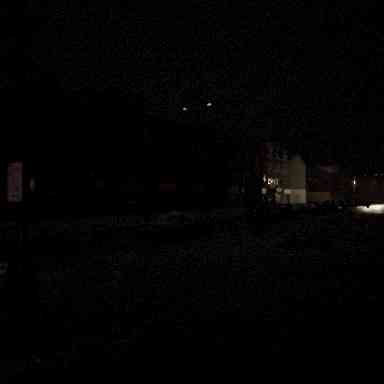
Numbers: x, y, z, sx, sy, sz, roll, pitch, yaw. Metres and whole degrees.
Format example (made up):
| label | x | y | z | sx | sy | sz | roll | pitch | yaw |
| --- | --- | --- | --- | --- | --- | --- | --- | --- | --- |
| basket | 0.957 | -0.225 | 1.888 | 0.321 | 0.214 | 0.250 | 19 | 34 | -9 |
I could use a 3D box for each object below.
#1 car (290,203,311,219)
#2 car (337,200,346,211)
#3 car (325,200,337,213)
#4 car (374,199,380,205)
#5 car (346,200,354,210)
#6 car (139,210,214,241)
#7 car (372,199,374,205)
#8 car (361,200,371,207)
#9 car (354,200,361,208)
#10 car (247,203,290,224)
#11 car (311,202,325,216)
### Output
| label | x | y | z | sx | sy | sz | roll | pitch | yaw |
| --- | --- | --- | --- | --- | --- | --- | --- | --- | --- |
| car | 9.045 | 1.733 | 30.673 | 2.008 | 1.369 | 4.403 | -1 | -1 | 35 |
| car | 18.798 | 1.774 | 44.447 | 1.967 | 1.590 | 4.097 | -1 | -1 | 35 |
| car | 15.547 | 1.824 | 39.855 | 1.887 | 1.381 | 4.507 | -1 | -1 | 35 |
| car | 44.807 | 2.451 | 81.171 | 2.008 | 1.369 | 4.403 | -2 | -2 | 35 |
| car | 22.050 | 1.942 | 49.037 | 2.008 | 1.369 | 4.403 | -1 | -1 | 35 |
| car | -0.611 | 1.588 | 17.039 | 1.752 | 1.417 | 4.829 | -1 | -1 | 35 |
| car | 35.054 | 2.202 | 67.400 | 1.887 | 1.381 | 4.507 | -1 | -2 | 35 |
| car | 31.804 | 2.137 | 62.810 | 2.008 | 1.369 | 4.403 | -1 | -1 | 35 |
| car | 25.301 | 2.004 | 53.628 | 2.008 | 1.369 | 4.403 | -1 | -1 | 35 |
| car | 5.794 | 1.705 | 26.082 | 1.947 | 1.339 | 4.313 | -1 | -1 | 35 |
| car | 12.296 | 1.811 | 35.263 | 1.802 | 1.307 | 4.206 | -1 | -1 | 35 |
